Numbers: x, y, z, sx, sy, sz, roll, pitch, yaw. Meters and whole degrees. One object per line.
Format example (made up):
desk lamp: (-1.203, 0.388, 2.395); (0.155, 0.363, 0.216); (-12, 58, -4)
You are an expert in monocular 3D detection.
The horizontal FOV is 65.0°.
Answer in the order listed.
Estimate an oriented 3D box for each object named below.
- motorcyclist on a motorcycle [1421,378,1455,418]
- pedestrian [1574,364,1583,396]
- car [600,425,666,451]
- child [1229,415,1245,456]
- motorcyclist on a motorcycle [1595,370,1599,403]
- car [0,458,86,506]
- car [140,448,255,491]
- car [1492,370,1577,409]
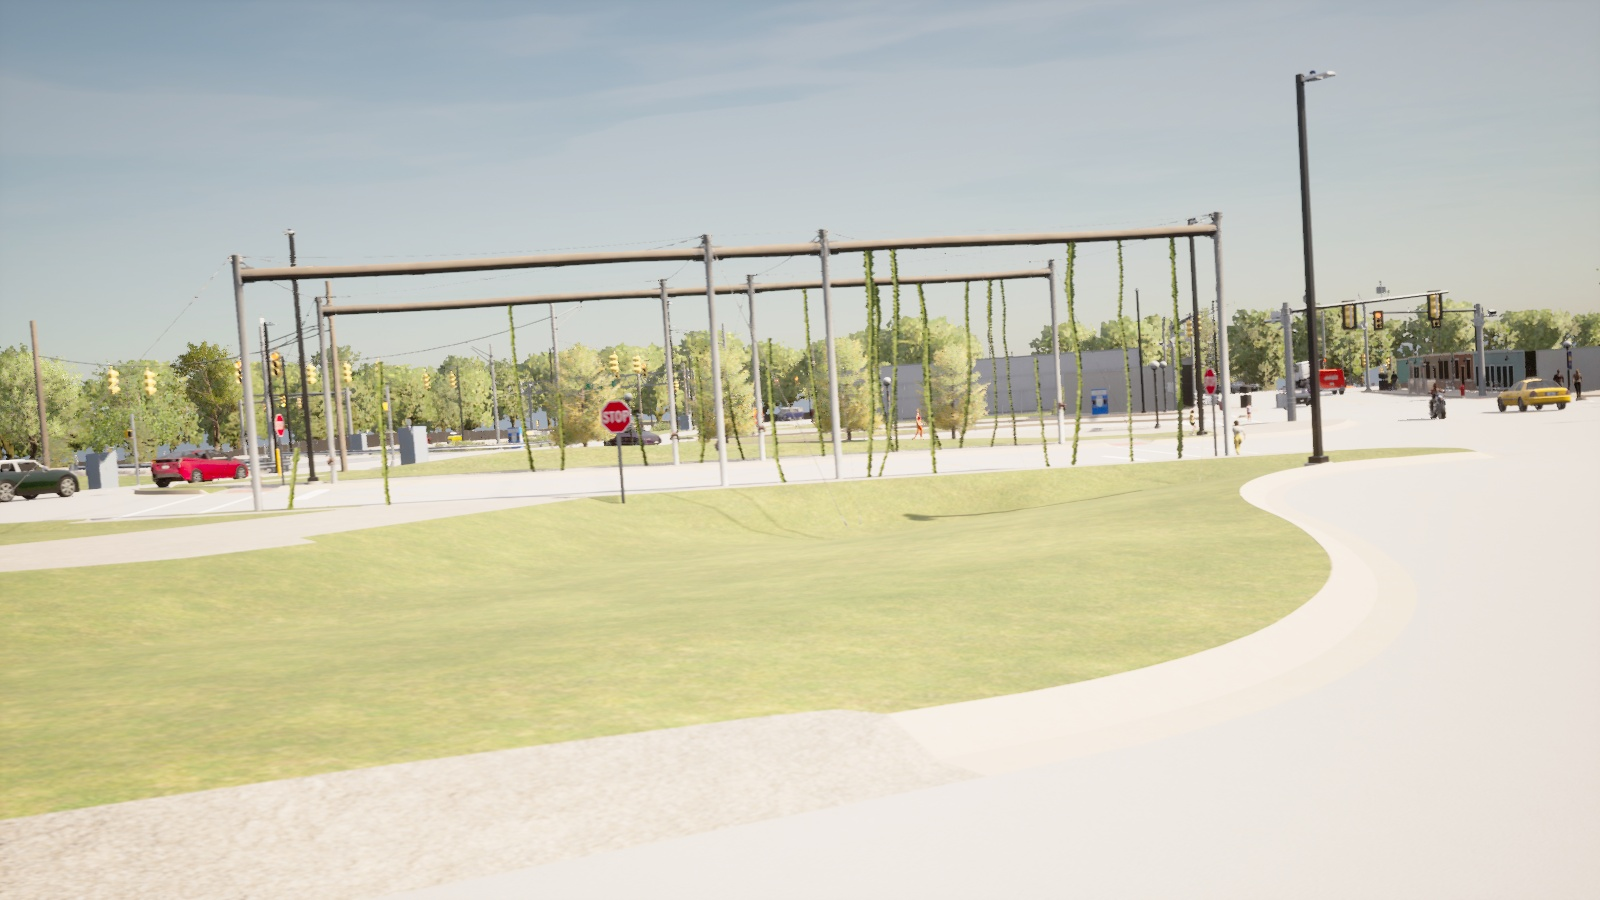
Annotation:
motorcyclist on a motorcycle: (27.575, -2.237, 54.319); (0.766, 1.649, 2.350); (-4, 2, 16)
pedestrian: (45.886, -4.125, 74.059); (0.331, 1.846, 0.634); (-3, 3, 27)
car: (-11.278, -0.822, 84.663); (4.193, 1.474, 1.816); (2, 7, 34)
child: (13.570, -0.452, 39.016); (0.270, 1.263, 0.437); (-4, 3, 1)
motorcyclist on a motorcycle: (37.472, -2.961, 57.823); (0.797, 1.523, 2.044); (-3, 1, 15)
car: (-27.890, 1.156, 44.821); (1.970, 1.475, 3.806); (-3, 1, 16)
car: (-25.753, 0.809, 53.882); (2.007, 1.525, 4.514); (-4, 1, 12)
car: (33.673, -2.749, 57.722); (1.801, 1.575, 5.366); (-4, 1, 13)
